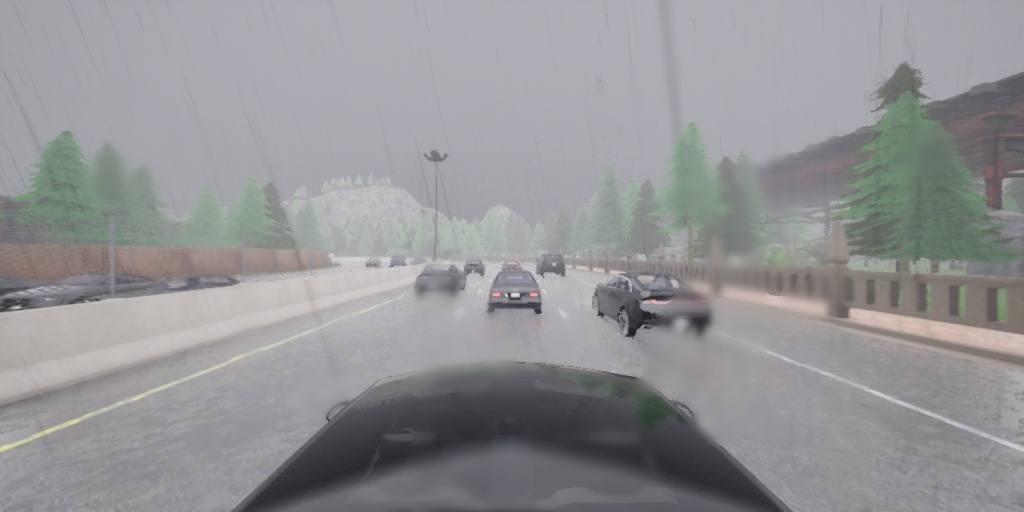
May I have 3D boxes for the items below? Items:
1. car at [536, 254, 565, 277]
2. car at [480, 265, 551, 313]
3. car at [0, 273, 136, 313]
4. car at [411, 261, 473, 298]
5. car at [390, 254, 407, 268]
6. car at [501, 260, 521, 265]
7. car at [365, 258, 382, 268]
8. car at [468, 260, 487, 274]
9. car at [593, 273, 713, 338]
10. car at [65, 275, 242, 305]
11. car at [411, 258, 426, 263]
[{"bbox_3d":[3.499,0.834,33.168,2.150,2.045,5.566,0,0,-2],"label":"car"},{"bbox_3d":[0.101,1.245,13.626,2.033,1.411,5.357,0,0,0],"label":"car"},{"bbox_3d":[-14.103,1.268,12.158,1.994,1.385,4.181,0,0,0],"label":"car"},{"bbox_3d":[-3.399,1.170,17.938,2.128,1.511,4.902,0,0,0],"label":"car"},{"bbox_3d":[-17.235,0.734,54.735,2.150,2.045,5.566,0,1,-14],"label":"car"},{"bbox_3d":[-0.102,1.129,35.073,1.812,1.442,4.674,0,0,-3],"label":"car"},{"bbox_3d":[-20.447,1.001,53.112,1.882,1.535,5.008,0,0,-14],"label":"car"},{"bbox_3d":[-3.550,1.113,34.145,1.837,1.490,4.892,0,0,-2],"label":"car"},{"bbox_3d":[3.596,1.205,10.024,2.128,1.511,4.902,0,0,0],"label":"car"},{"bbox_3d":[-10.599,1.307,11.683,1.895,1.301,4.718,0,0,0],"label":"car"},{"bbox_3d":[-11.955,1.055,46.665,1.837,1.490,4.892,0,1,-8],"label":"car"}]
